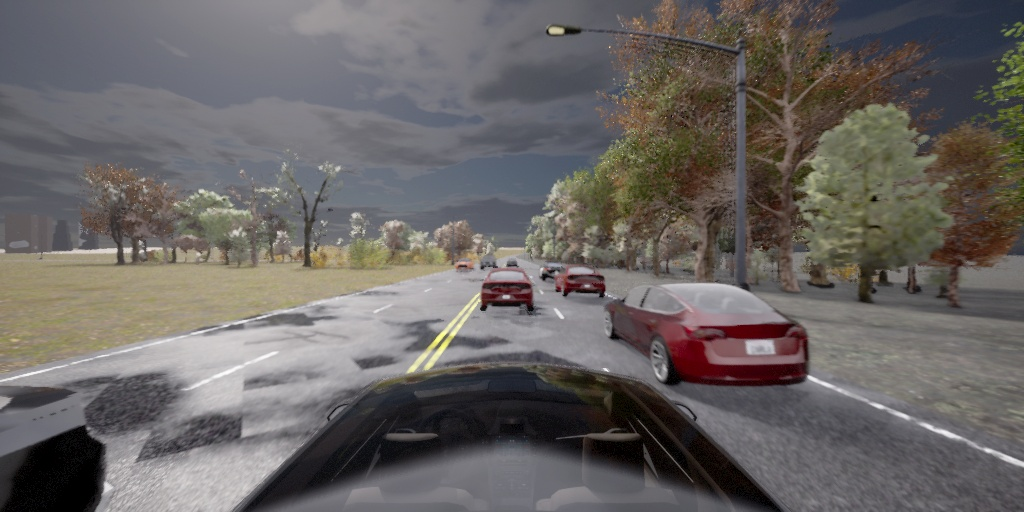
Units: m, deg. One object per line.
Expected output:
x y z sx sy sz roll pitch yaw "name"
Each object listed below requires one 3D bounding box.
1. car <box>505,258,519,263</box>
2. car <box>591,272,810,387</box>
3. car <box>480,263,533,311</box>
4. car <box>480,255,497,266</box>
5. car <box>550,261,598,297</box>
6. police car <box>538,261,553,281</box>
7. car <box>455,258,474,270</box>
0.031 1.215 57.680 1.837 1.490 4.892 0 1 0 "car"
3.232 1.231 7.011 2.163 1.488 4.792 -1 0 0 "car"
-0.157 1.215 14.530 1.882 1.535 5.008 0 0 1 "car"
-3.284 0.935 50.821 2.150 2.045 5.566 0 0 0 "car"
3.251 1.181 17.989 1.882 1.535 5.008 1 -1 0 "car"
3.241 1.200 28.988 2.038 1.542 4.974 0 -1 0 "police car"
-6.543 1.062 49.905 2.097 1.767 4.553 0 0 0 "car"
